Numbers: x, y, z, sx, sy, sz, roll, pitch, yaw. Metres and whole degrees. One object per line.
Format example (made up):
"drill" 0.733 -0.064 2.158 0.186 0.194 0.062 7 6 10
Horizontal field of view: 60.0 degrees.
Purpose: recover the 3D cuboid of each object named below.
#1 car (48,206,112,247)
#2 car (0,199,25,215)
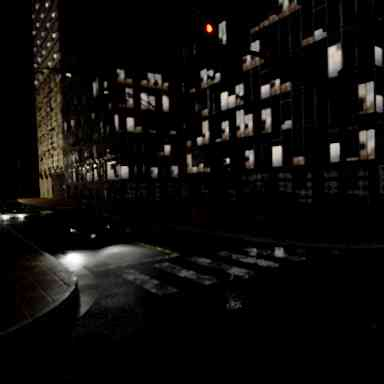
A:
"car" -5.088 1.394 14.687 1.812 1.442 4.674 -3 2 -34
"car" -17.953 1.387 32.942 2.033 1.411 5.357 -3 2 -35
